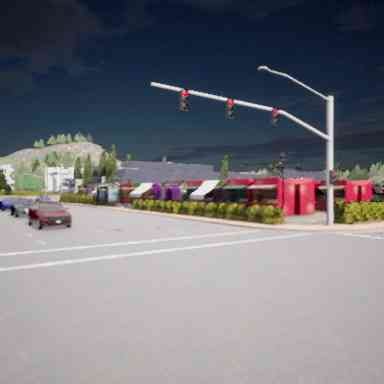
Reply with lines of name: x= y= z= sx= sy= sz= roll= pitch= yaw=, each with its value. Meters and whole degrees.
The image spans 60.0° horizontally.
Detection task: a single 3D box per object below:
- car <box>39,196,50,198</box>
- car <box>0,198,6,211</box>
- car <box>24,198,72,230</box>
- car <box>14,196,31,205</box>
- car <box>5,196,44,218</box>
car: x=-25.836 y=1.338 z=58.036 sx=2.033 sy=1.411 sz=5.357 roll=0 pitch=0 yaw=-35
car: x=-20.696 y=1.345 z=37.949 sx=1.882 sy=1.535 sz=5.008 roll=0 pitch=0 yaw=-34
car: x=-9.082 y=1.420 z=21.147 sx=1.882 sy=1.535 sz=5.008 roll=0 pitch=0 yaw=-35
car: x=-28.395 y=1.360 z=55.544 sx=1.994 sy=1.385 sz=4.181 roll=0 pitch=0 yaw=-35
car: x=-14.750 y=1.397 z=29.338 sx=2.128 sy=1.511 sz=4.902 roll=0 pitch=0 yaw=-35
